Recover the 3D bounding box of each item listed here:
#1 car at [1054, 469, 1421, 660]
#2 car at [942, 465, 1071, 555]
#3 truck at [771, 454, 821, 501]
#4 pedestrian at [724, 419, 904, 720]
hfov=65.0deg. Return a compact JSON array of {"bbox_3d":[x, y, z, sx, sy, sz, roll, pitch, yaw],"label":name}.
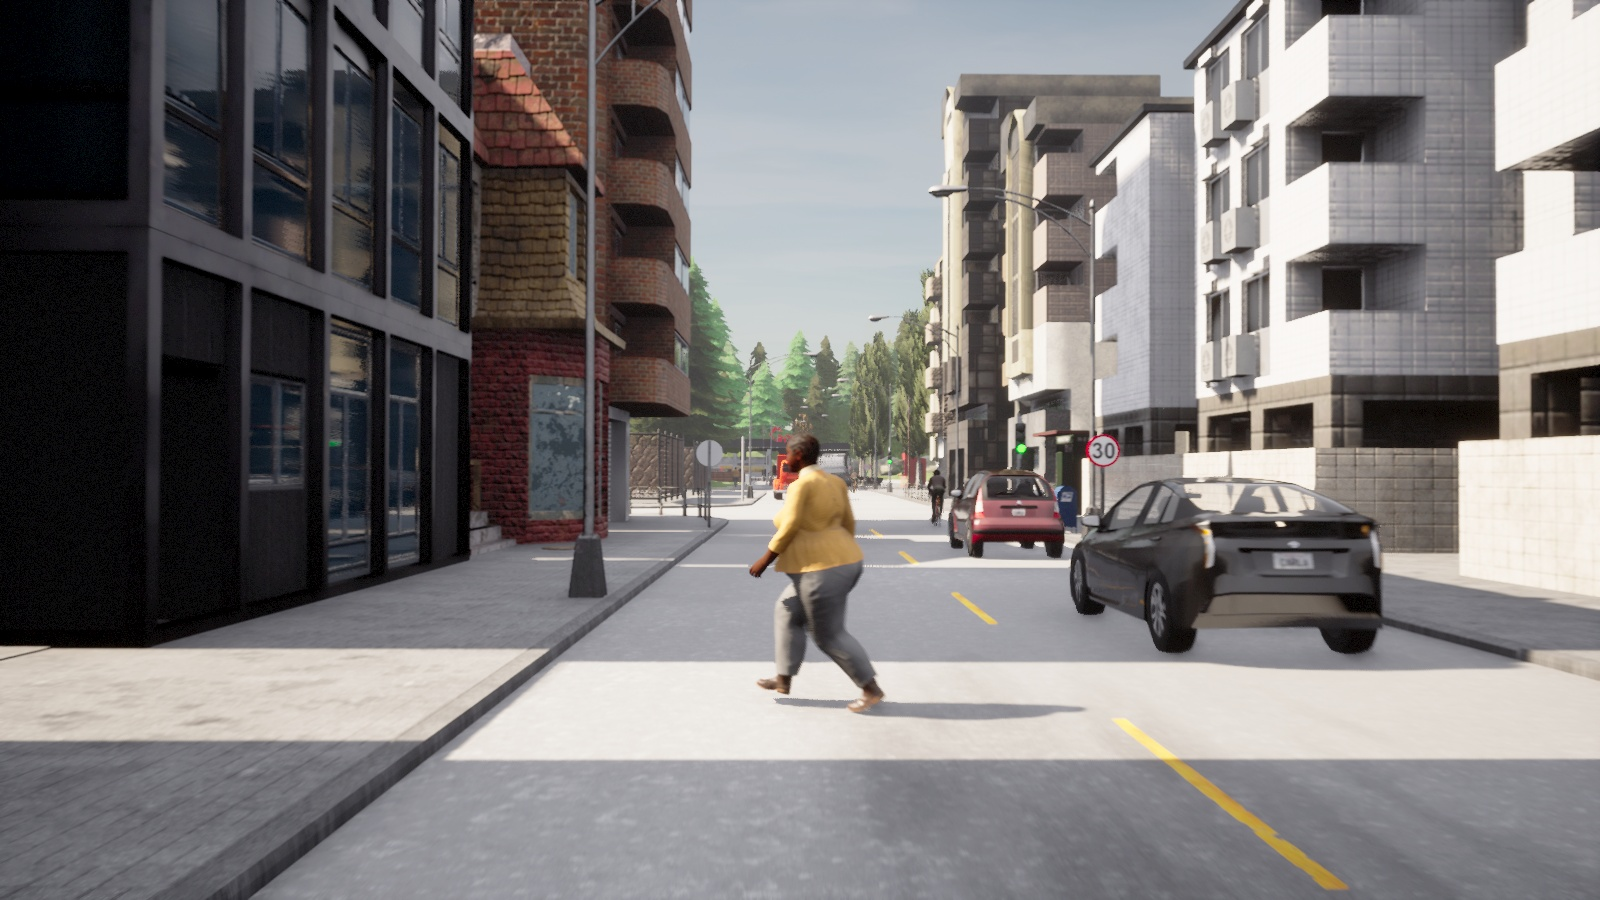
[{"bbox_3d":[3.969,0.954,12.347,2.007,1.525,4.514,0,-1,0],"label":"car"},{"bbox_3d":[3.938,1.112,24.609,1.851,1.617,3.988,0,-1,0],"label":"car"},{"bbox_3d":[-0.199,1.499,69.433,2.627,2.467,5.204,0,-1,0],"label":"truck"},{"bbox_3d":[0.105,0.744,8.326,0.900,1.855,0.874,-1,-1,26],"label":"pedestrian"}]
